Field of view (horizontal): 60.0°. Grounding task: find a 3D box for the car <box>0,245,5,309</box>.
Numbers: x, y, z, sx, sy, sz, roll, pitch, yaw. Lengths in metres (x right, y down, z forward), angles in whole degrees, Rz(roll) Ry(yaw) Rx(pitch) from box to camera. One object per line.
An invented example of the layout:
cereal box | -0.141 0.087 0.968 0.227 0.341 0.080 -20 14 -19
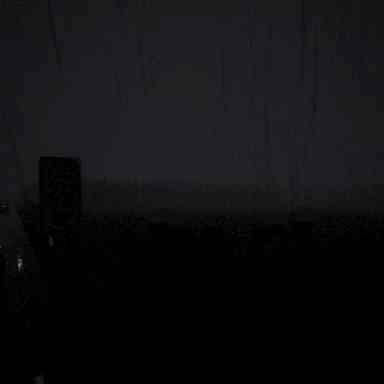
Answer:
car | -4.732 1.567 6.377 1.994 1.385 4.181 0 0 -29

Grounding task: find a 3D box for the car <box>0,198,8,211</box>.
car | -24.486 1.532 42.382 1.812 1.442 4.674 0 0 -29

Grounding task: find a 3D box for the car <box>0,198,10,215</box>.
car | -19.471 1.536 33.347 1.812 1.442 4.674 0 0 -28
